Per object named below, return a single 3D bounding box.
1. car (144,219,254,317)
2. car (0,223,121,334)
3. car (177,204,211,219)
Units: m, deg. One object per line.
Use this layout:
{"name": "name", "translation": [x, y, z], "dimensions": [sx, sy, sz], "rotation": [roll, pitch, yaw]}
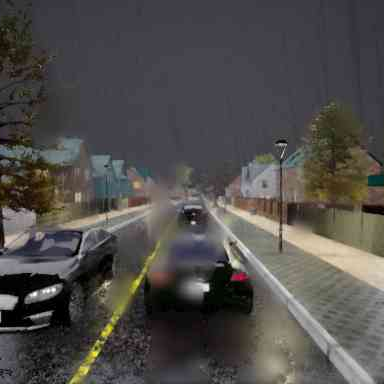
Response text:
{"name": "car", "translation": [0.117, 1.556, 7.537], "dimensions": [1.994, 1.385, 4.181], "rotation": [0, 0, 0]}
{"name": "car", "translation": [-2.833, 1.484, 7.089], "dimensions": [2.128, 1.511, 4.902], "rotation": [0, 0, 0]}
{"name": "car", "translation": [0.108, 1.502, 21.214], "dimensions": [1.837, 1.490, 4.892], "rotation": [0, 0, 1]}
